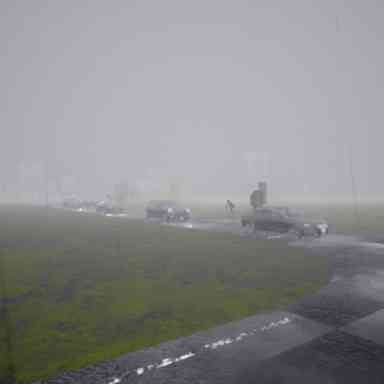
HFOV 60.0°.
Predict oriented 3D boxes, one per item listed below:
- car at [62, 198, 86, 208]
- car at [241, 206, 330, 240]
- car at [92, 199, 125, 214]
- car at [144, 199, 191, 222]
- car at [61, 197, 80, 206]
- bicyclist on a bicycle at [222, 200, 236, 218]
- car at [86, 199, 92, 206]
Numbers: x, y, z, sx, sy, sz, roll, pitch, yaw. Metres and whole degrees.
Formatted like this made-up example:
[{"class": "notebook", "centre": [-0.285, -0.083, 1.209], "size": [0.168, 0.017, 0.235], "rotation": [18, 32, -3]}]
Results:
[{"class": "car", "centre": [-18.250, 1.677, 50.124], "size": [2.128, 1.511, 4.902], "rotation": [0, 0, -35]}, {"class": "car", "centre": [4.652, 1.516, 17.295], "size": [2.128, 1.511, 4.902], "rotation": [0, 0, -35]}, {"class": "car", "centre": [-9.198, 1.620, 37.060], "size": [1.812, 1.442, 4.674], "rotation": [0, 0, -35]}, {"class": "car", "centre": [-2.037, 1.409, 26.834], "size": [2.097, 1.767, 4.553], "rotation": [0, 0, -35]}, {"class": "car", "centre": [-22.263, 1.737, 60.807], "size": [2.033, 1.411, 5.357], "rotation": [0, 0, -35]}, {"class": "bicyclist on a bicycle", "centre": [3.325, 1.506, 29.589], "size": [1.656, 1.620, 0.582], "rotation": [0, 0, -35]}, {"class": "car", "centre": [-16.587, 1.748, 52.714], "size": [1.895, 1.301, 4.718], "rotation": [0, 0, -35]}]
